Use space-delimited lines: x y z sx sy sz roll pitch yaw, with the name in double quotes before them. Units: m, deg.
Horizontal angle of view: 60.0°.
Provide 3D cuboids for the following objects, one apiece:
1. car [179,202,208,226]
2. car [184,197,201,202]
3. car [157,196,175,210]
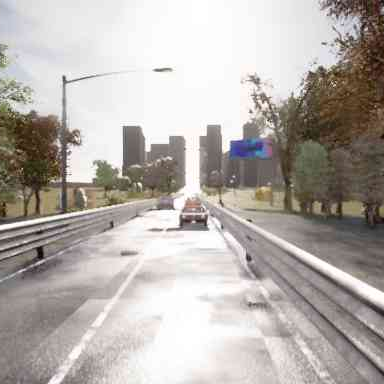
"car" 0.104 1.619 23.544 1.895 1.301 4.718 0 0 0
"car" 0.092 1.386 42.115 2.097 1.767 4.553 0 0 0
"car" -3.344 1.386 43.536 2.097 1.767 4.553 0 0 0
